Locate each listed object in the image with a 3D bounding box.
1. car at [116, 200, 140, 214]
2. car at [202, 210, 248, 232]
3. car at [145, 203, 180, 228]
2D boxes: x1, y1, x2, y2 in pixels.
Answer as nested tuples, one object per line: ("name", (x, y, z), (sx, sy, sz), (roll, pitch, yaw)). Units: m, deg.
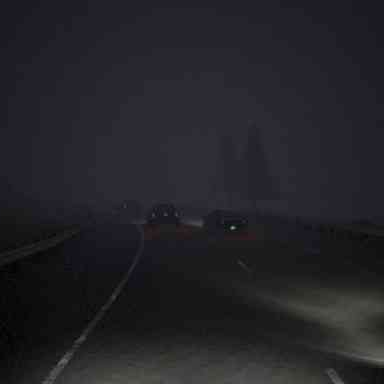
("car", (-7.831, 1.754, 40.620), (2.097, 1.767, 4.553), (0, -1, -24))
("car", (1.993, 1.820, 21.621), (1.895, 1.301, 4.718), (0, -1, -10))
("car", (-2.273, 1.599, 24.588), (2.097, 1.767, 4.553), (0, 0, -13))
